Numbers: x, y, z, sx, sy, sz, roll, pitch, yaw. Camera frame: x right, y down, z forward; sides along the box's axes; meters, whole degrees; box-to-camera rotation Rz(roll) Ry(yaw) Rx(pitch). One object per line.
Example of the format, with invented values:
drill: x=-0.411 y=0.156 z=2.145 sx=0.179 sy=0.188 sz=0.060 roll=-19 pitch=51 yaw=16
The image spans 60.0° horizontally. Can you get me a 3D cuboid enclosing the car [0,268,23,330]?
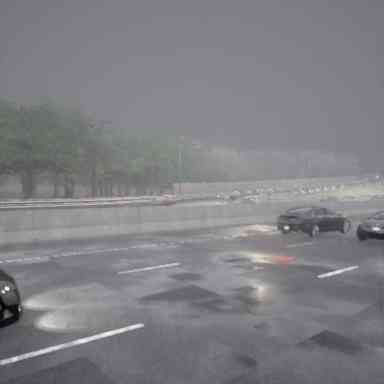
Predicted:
car: x=-4.760 y=1.541 z=4.693 sx=4.181 sy=1.385 sz=1.994 roll=0 pitch=0 yaw=-37

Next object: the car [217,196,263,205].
car: x=5.059 y=1.460 z=34.322 sx=4.674 sy=1.442 sz=1.812 roll=0 pitch=0 yaw=-37

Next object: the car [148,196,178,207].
car: x=-3.623 y=1.308 z=42.707 sx=1.812 sy=1.442 sz=4.674 roll=1 pitch=1 yaw=33

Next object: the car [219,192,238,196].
car: x=6.228 y=0.750 z=57.494 sx=2.097 sy=1.767 sz=4.553 roll=1 pitch=2 yaw=35

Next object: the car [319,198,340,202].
car: x=18.442 y=1.489 z=44.518 sx=4.181 sy=1.385 sz=1.994 roll=0 pitch=0 yaw=-37

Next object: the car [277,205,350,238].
car: x=6.534 y=1.480 z=17.616 sx=4.892 sy=1.490 sz=1.837 roll=0 pitch=0 yaw=-37

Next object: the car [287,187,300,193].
car: x=24.801 y=-0.509 z=81.523 sx=2.128 sy=1.511 sz=4.902 roll=0 pitch=3 yaw=40

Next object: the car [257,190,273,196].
car: x=15.209 y=0.339 z=69.684 sx=1.882 sy=1.535 sz=5.008 roll=0 pitch=3 yaw=37

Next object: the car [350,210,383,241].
car: x=9.489 y=1.551 z=15.464 sx=4.181 sy=1.385 sz=1.994 roll=0 pitch=0 yaw=-37

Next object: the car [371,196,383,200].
car: x=30.590 y=1.378 z=53.781 sx=5.357 sy=1.411 sz=2.033 roll=-1 pitch=1 yaw=-37
